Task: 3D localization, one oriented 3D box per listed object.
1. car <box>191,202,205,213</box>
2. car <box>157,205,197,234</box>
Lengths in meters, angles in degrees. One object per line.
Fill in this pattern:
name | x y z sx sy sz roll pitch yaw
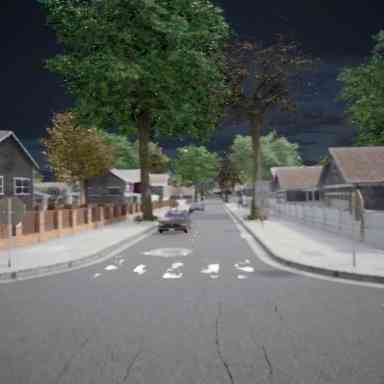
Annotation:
car | 0.782 2.140 46.788 1.994 1.385 4.181 -1 -1 4
car | -1.013 1.870 22.139 2.033 1.411 5.357 -1 -1 4
